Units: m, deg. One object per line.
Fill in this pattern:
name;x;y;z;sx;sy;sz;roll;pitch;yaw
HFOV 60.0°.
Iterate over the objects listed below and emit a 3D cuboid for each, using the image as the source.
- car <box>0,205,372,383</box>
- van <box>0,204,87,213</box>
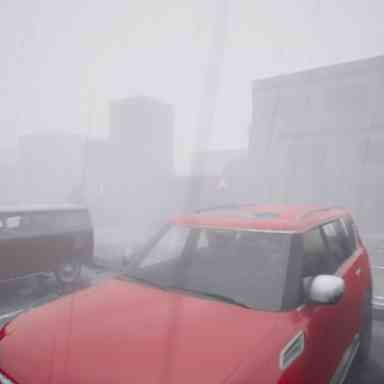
car;0.630;1.226;3.904;2.435;2.045;5.566;0;0;35
van;-4.459;1.277;7.434;1.878;1.987;4.442;0;0;36
